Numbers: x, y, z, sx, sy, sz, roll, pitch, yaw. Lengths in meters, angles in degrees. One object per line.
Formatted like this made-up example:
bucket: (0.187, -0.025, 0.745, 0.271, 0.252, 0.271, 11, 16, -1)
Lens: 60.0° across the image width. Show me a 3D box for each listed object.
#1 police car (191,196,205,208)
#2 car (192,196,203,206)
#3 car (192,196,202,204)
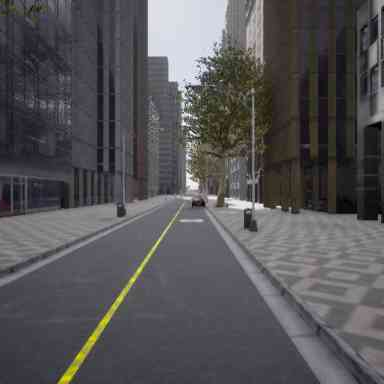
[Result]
police car: (0.900, 1.440, 47.790, 1.930, 1.638, 5.238, 0, 0, 0)
car: (0.899, 1.502, 57.680, 1.882, 1.535, 5.008, 0, 0, 0)
car: (0.899, 1.494, 63.870, 1.801, 1.575, 5.366, 0, 0, 0)
